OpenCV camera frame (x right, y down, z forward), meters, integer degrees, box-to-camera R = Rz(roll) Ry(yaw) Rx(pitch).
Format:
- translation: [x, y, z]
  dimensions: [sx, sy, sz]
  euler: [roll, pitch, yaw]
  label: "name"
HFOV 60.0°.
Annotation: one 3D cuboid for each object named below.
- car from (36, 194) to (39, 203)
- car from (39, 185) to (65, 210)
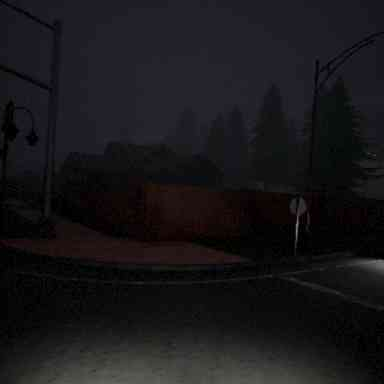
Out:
- translation: [-10.589, 0.292, 27.327]
  dimensions: [3.866, 1.878, 1.905]
  euler: [3, 1, -36]
  label: "car"
- translation: [-8.813, 0.413, 25.510]
  dimensions: [4.605, 1.855, 1.932]
  euler: [3, 1, -36]
  label: "car"
